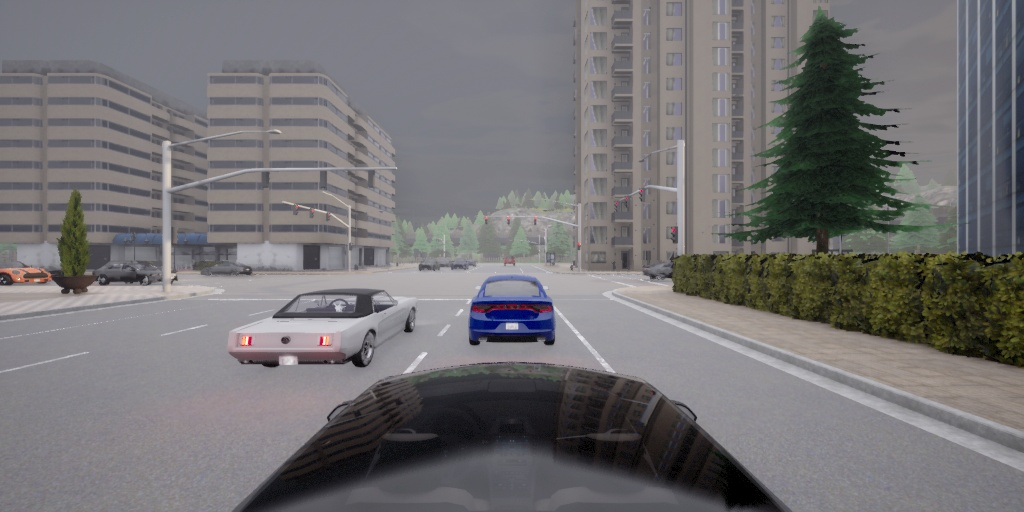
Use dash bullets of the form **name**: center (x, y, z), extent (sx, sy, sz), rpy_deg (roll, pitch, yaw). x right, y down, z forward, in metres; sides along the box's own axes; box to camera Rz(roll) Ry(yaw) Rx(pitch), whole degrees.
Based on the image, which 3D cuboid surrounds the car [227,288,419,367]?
- **car**: center (-3.496, 1.351, 7.841), extent (1.895, 1.301, 4.718), rpy_deg (0, 0, 0)

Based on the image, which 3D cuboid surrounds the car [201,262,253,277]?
- **car**: center (-28.195, 1.314, 35.535), extent (4.181, 1.385, 1.994), rpy_deg (0, 0, 0)

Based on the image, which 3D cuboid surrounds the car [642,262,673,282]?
- **car**: center (12.870, 1.241, 28.387), extent (4.902, 1.511, 2.128), rpy_deg (0, 0, 2)

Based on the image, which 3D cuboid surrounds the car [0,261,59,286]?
- **car**: center (-35.097, 1.102, 24.810), extent (4.553, 1.767, 2.097), rpy_deg (0, 0, 0)

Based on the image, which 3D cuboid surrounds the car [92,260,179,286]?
- **car**: center (-25.946, 1.241, 24.780), extent (4.902, 1.511, 2.128), rpy_deg (0, 0, 1)

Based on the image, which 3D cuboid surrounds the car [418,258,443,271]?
- **car**: center (-11.010, 1.102, 47.918), extent (2.097, 1.767, 4.553), rpy_deg (0, 0, 0)

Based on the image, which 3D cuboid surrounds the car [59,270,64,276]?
- **car**: center (-38.613, 1.351, 28.318), extent (4.718, 1.301, 1.895), rpy_deg (0, 0, 0)

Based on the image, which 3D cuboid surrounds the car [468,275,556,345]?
- **car**: center (-0.004, 1.228, 9.507), extent (1.882, 1.535, 5.008), rpy_deg (0, 0, 0)

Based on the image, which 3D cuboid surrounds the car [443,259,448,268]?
- **car**: center (-11.094, 1.255, 59.144), extent (1.837, 1.490, 4.892), rpy_deg (0, 0, 0)

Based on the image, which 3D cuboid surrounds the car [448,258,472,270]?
- **car**: center (-7.544, 1.102, 52.136), extent (2.097, 1.767, 4.553), rpy_deg (0, 0, 0)
